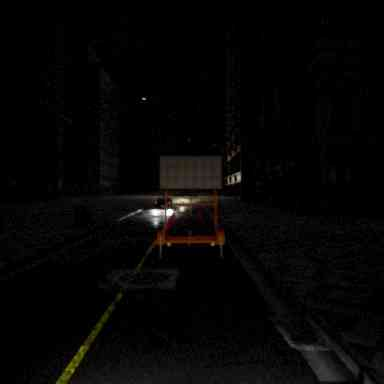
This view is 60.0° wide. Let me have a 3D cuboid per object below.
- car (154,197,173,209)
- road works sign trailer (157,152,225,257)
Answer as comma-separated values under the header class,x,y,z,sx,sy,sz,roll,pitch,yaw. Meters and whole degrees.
class,x,y,z,sx,sy,sz,roll,pitch,yaw
car,-3.236,1.216,38.606,1.895,1.301,4.718,0,1,0
road works sign trailer,-0.042,0.344,12.307,2.380,3.560,2.880,0,1,0
